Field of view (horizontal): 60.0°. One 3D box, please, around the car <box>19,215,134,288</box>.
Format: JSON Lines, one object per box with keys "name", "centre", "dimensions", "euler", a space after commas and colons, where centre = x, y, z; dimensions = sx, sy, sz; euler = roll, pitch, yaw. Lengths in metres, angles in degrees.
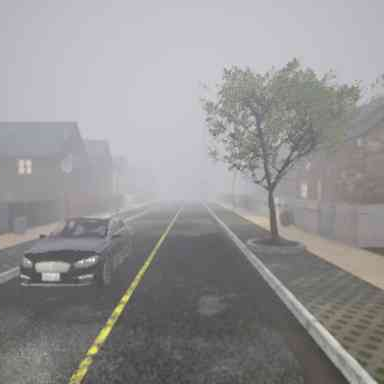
{"name": "car", "centre": [-2.835, 1.435, 9.150], "dimensions": [2.128, 1.511, 4.902], "euler": [0, 0, 0]}
